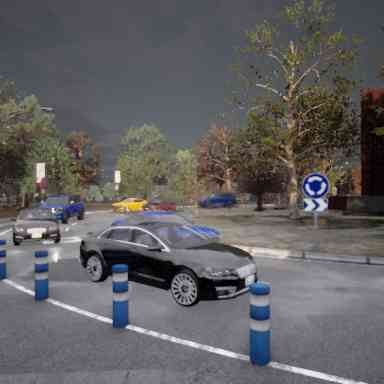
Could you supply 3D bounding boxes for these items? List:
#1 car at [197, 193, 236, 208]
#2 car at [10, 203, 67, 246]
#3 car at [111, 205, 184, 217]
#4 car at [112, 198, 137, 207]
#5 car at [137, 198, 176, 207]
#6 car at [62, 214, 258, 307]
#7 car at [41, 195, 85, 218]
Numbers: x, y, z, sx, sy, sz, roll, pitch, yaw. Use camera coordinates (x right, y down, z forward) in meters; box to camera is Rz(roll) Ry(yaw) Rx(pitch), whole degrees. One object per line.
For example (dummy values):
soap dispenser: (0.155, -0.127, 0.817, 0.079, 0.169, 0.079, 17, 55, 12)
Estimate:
car: (3.534, 1.125, 46.756, 5.566, 2.045, 2.150, 0, 0, -21)
car: (-7.368, 1.514, 15.788, 2.128, 1.511, 4.902, 0, 0, -25)
car: (-1.112, 1.478, 12.419, 1.882, 1.535, 5.008, -1, 1, -43)
car: (-6.852, 1.449, 37.490, 1.882, 1.535, 5.008, 0, 0, 33)
car: (-3.603, 1.521, 36.792, 1.994, 1.385, 4.181, 0, 0, 36)
car: (-0.781, 1.500, 8.119, 4.902, 1.511, 2.128, 0, 0, 38)
car: (-9.929, 1.234, 25.299, 2.150, 2.045, 5.566, 0, 0, 0)
